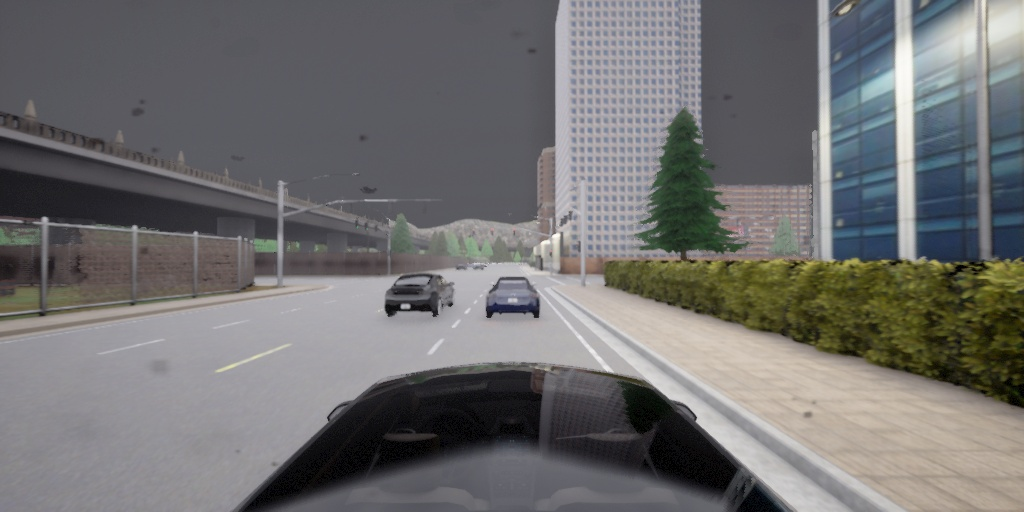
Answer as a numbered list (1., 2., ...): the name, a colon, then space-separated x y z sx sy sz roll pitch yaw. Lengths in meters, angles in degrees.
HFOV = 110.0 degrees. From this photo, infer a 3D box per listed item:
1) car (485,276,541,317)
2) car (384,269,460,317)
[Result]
1. car: 0.044 1.487 14.076 1.994 1.385 4.181 0 -1 0
2. car: -3.457 1.429 14.135 1.837 1.490 4.892 0 0 0
